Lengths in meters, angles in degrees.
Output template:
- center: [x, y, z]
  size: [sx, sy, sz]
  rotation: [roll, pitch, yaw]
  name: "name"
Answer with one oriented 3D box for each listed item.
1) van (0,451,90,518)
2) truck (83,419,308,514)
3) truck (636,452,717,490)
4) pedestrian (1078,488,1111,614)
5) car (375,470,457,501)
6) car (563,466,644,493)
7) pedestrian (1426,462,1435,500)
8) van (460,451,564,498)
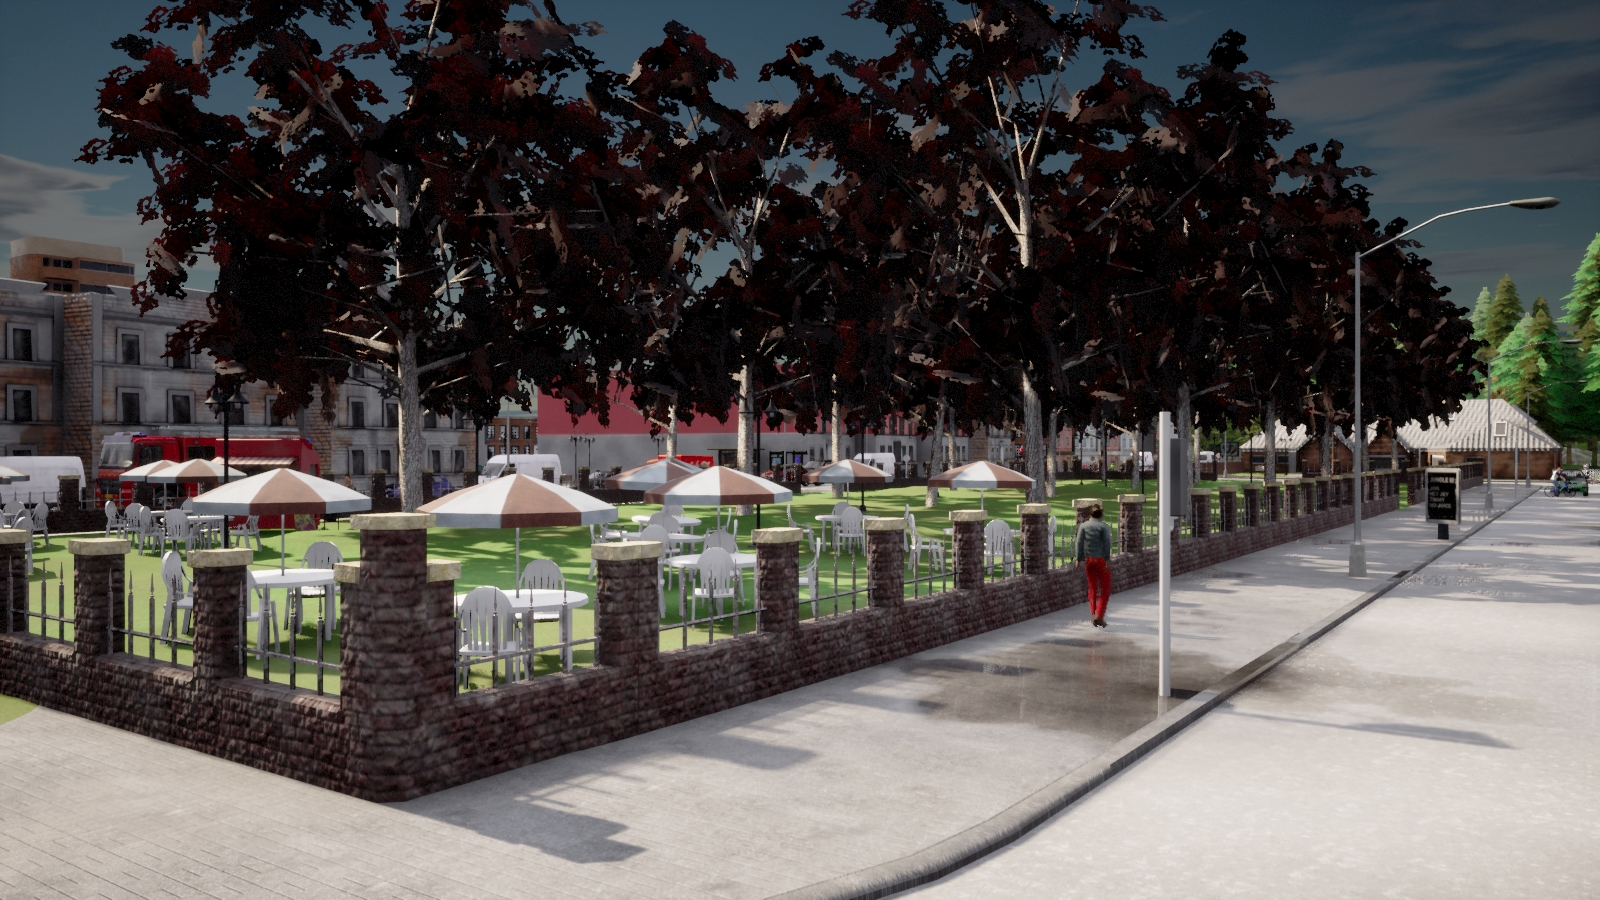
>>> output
- center: [-31.021, 1.314, 44.007]
  size: [1.988, 2.561, 5.915]
  rotation: [0, 0, 35]
  name: "van"
- center: [-26.598, 0.670, 50.778]
  size: [2.891, 3.827, 8.468]
  rotation: [0, 0, 35]
  name: "truck"
- center: [-8.233, 1.348, 76.671]
  size: [2.627, 2.467, 5.204]
  rotation: [0, 0, 35]
  name: "truck"
- center: [4.453, 1.517, 17.265]
  size: [0.375, 1.860, 0.375]
  rotation: [0, 0, 37]
  name: "pedestrian"
- center: [-20.045, 1.818, 59.739]
  size: [1.845, 1.501, 3.633]
  rotation: [0, 0, 35]
  name: "car"
- center: [-12.166, 1.814, 71.050]
  size: [2.097, 1.535, 5.006]
  rotation: [0, 0, 35]
  name: "car"
- center: [30.830, 1.525, 55.877]
  size: [0.375, 1.860, 0.375]
  rotation: [0, 0, 35]
  name: "pedestrian"
- center: [-16.329, 1.314, 65.083]
  size: [1.988, 2.561, 5.915]
  rotation: [0, 0, 35]
  name: "van"
